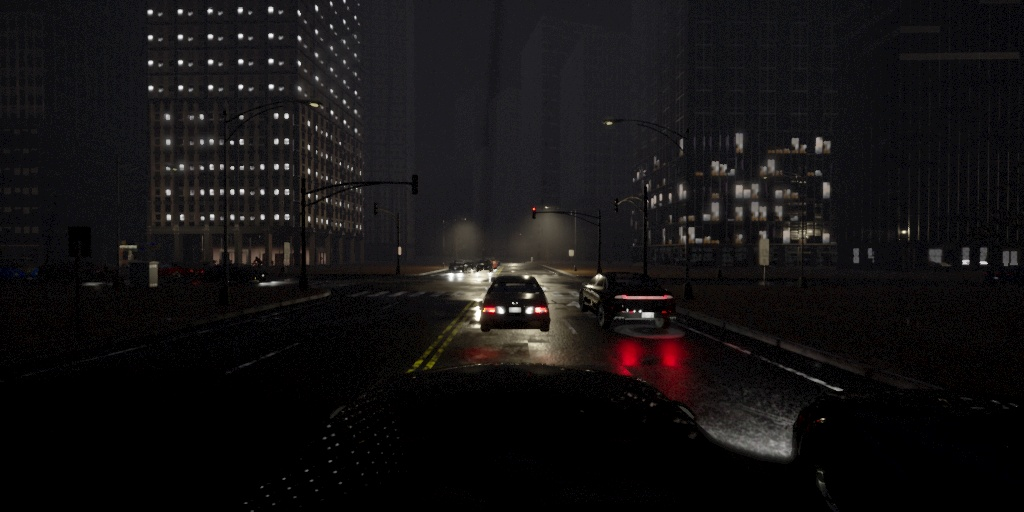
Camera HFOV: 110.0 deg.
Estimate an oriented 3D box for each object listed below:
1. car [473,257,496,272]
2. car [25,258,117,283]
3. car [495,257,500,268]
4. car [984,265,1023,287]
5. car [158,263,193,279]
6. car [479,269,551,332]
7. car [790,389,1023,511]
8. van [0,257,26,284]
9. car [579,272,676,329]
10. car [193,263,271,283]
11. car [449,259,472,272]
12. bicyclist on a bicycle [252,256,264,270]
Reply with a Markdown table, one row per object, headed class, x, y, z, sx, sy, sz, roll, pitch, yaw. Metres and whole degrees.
| class | x | y | z | sx | sy | sz | roll | pitch | yaw |
| --- | --- | --- | --- | --- | --- | --- | --- | --- | --- |
| car | -3.335 | 1.216 | 44.546 | 1.837 | 1.490 | 4.892 | 0 | 0 | 0 |
| car | -31.777 | 1.084 | 26.259 | 5.008 | 1.535 | 1.882 | 0 | 0 | 2 |
| car | -3.327 | 1.043 | 54.320 | 2.097 | 1.767 | 4.553 | 0 | 0 | 0 |
| car | 36.171 | 1.398 | 24.914 | 5.008 | 1.535 | 1.882 | 0 | 0 | 1 |
| car | -27.944 | 1.198 | 29.369 | 4.718 | 1.301 | 1.895 | 0 | 0 | 1 |
| car | 0.100 | 1.294 | 10.813 | 2.033 | 1.411 | 5.357 | 0 | 0 | 1 |
| car | 3.350 | 1.314 | 1.299 | 1.994 | 1.385 | 4.181 | 0 | 0 | 0 |
| van | -33.932 | 0.958 | 23.729 | 3.998 | 1.789 | 1.690 | 0 | 0 | 1 |
| car | 3.347 | 1.238 | 11.230 | 2.128 | 1.511 | 4.902 | 0 | 0 | 0 |
| car | -19.986 | 1.226 | 25.964 | 4.181 | 1.385 | 1.994 | 0 | 0 | 1 |
| car | -6.583 | 1.203 | 44.284 | 2.128 | 1.511 | 4.902 | 0 | 0 | 0 |
| bicyclist on a bicycle | -24.701 | 0.866 | 34.818 | 0.582 | 1.620 | 1.656 | 0 | 1 | 1 |
